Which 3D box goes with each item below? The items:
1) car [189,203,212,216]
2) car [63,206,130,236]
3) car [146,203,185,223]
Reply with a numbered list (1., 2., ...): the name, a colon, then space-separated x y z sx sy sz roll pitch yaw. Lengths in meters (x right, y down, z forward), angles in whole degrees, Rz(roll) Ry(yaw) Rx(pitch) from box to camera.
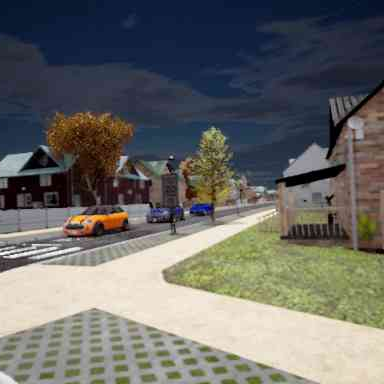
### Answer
1. car: 1.156 2.008 39.538 1.882 1.535 5.008 -3 -2 20
2. car: -5.750 1.666 20.380 2.097 1.767 4.553 -3 -1 20
3. car: -2.349 1.772 29.831 2.097 1.767 4.553 -3 -2 20
